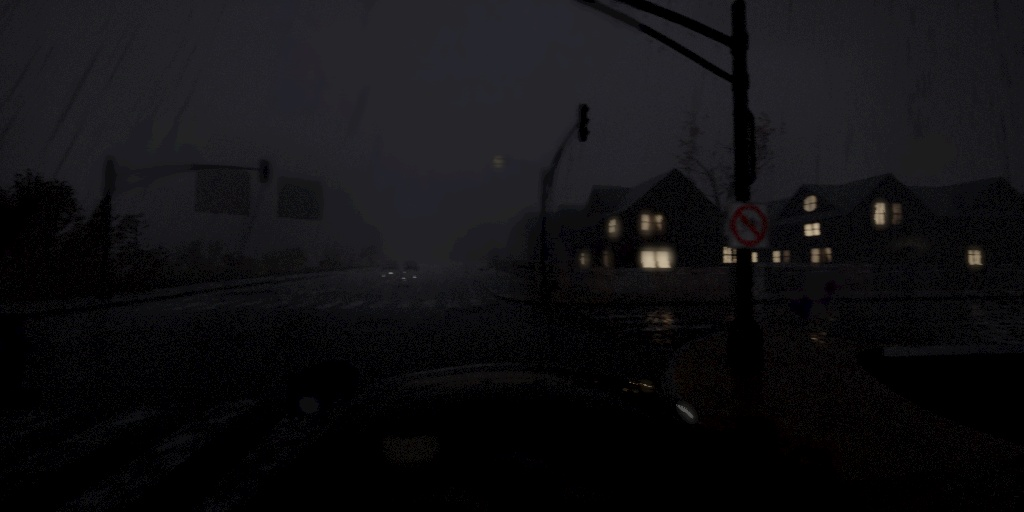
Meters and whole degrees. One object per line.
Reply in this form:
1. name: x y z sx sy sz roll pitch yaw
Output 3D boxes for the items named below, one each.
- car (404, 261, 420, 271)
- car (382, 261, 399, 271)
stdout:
1. car: -15.600 1.542 56.134 1.837 1.490 4.892 0 -1 -7
2. car: -18.828 1.496 55.761 2.128 1.511 4.902 0 -1 -7
